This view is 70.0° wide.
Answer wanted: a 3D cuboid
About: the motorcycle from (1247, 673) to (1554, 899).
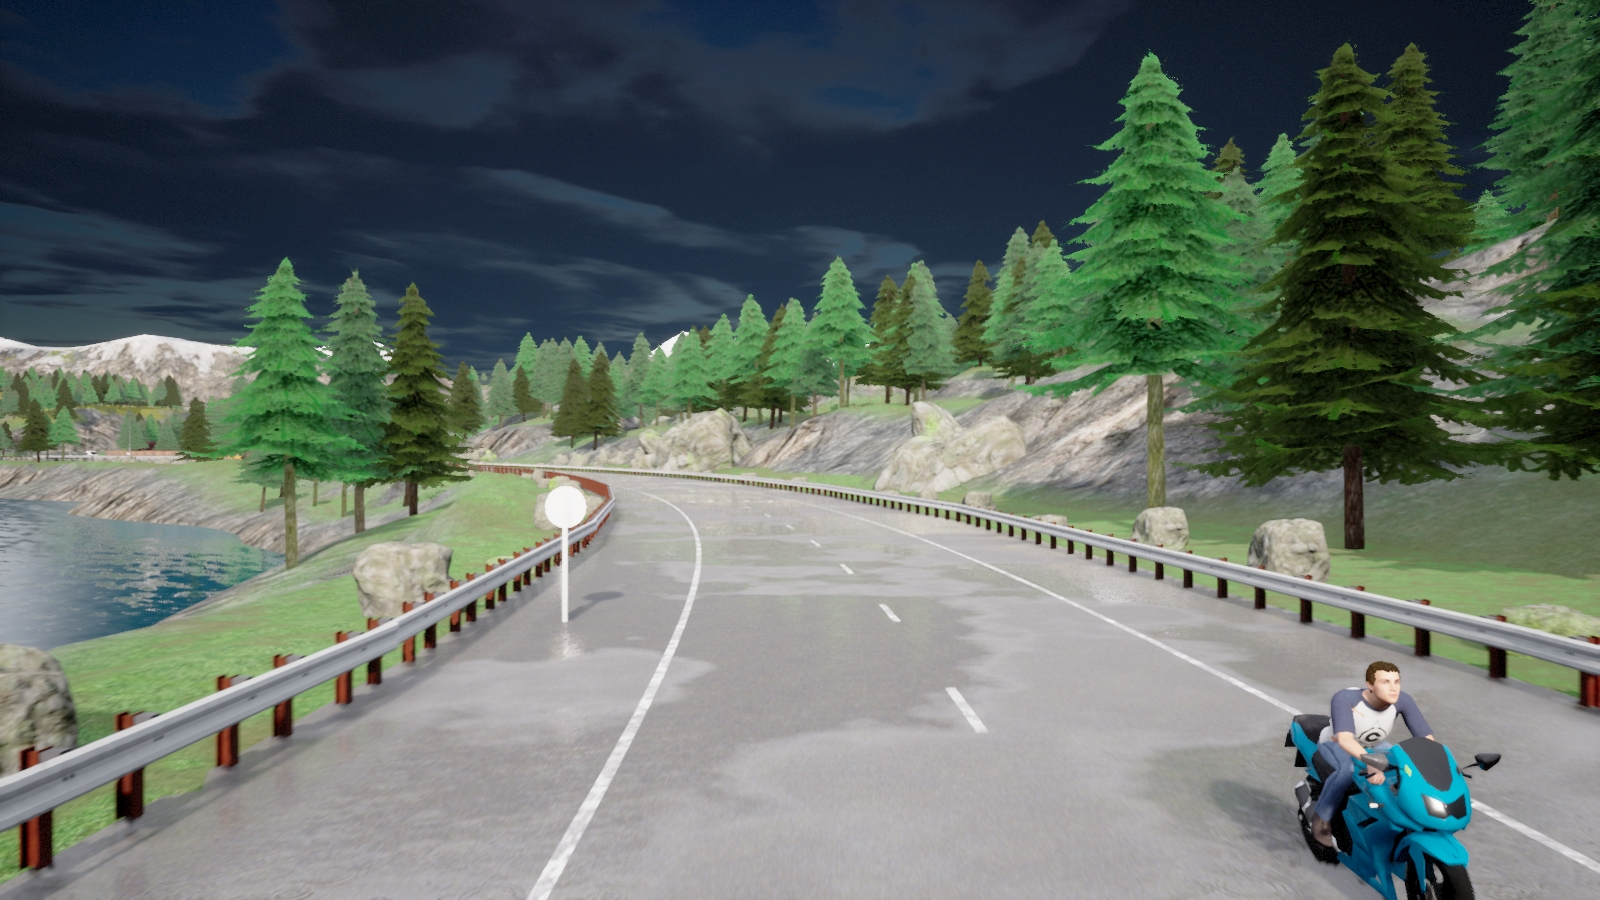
[{"bbox_3d":[3.542,2.177,7.000,0.803,1.217,2.033,0,0,0],"label":"motorcycle"}]
